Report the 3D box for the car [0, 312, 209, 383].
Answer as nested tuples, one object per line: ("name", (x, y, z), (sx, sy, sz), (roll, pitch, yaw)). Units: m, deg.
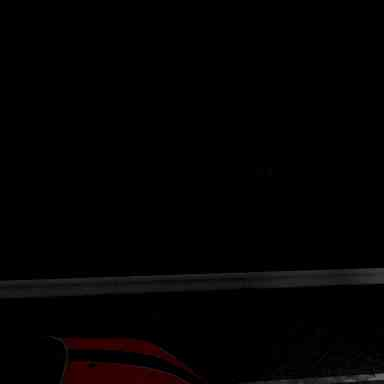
("car", (-1.880, 1.352, 1.634), (4.553, 1.767, 2.097), (0, 0, -6))
